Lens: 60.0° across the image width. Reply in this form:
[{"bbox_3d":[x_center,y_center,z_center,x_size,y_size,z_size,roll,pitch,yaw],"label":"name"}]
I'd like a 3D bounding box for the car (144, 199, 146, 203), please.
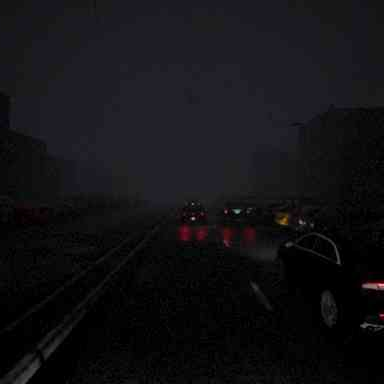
[{"bbox_3d":[-12.572,1.663,69.106,4.553,1.767,2.185,0,0,0],"label":"car"}]

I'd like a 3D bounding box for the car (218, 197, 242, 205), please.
[{"bbox_3d":[7.614,1.809,67.188,4.674,1.452,2.002,0,0,0],"label":"car"}]

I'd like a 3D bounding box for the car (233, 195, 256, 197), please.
[{"bbox_3d":[7.595,1.466,39.611,4.553,1.767,2.185,0,0,0],"label":"car"}]

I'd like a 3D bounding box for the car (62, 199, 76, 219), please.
[{"bbox_3d":[-12.529,1.550,27.412,4.792,1.488,2.163,0,0,0],"label":"car"}]

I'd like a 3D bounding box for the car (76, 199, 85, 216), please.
[{"bbox_3d":[-12.555,1.573,30.066,4.674,1.452,2.002,0,0,0],"label":"car"}]

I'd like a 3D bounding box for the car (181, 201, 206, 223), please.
[{"bbox_3d":[0.091,1.650,26.376,1.895,1.301,4.718,0,0,0],"label":"car"}]

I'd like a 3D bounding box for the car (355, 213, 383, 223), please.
[{"bbox_3d":[7.642,1.486,9.283,5.008,1.535,2.097,0,0,0],"label":"car"}]

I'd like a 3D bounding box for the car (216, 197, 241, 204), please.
[{"bbox_3d":[7.621,1.782,69.944,5.008,1.535,2.097,0,0,0],"label":"car"}]

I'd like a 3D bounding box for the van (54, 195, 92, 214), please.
[{"bbox_3d":[-12.673,1.322,32.972,4.442,1.987,1.878,0,0,0],"label":"van"}]

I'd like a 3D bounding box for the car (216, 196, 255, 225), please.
[{"bbox_3d":[3.091,1.396,24.856,2.097,1.767,4.553,0,0,0],"label":"car"}]

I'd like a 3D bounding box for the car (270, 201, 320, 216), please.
[{"bbox_3d":[7.818,1.507,20.311,5.366,1.575,1.946,0,0,0],"label":"car"}]

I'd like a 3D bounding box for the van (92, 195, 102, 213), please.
[{"bbox_3d":[-12.438,1.336,35.749,4.442,1.987,1.878,0,0,0],"label":"van"}]

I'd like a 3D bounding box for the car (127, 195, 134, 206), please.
[{"bbox_3d":[-12.577,1.425,52.426,5.566,2.045,2.435,0,0,0],"label":"car"}]

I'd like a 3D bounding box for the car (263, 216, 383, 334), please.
[{"bbox_3d":[3.098,1.495,6.748,2.128,1.511,4.902,0,0,0],"label":"car"}]

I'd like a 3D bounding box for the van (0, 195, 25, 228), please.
[{"bbox_3d":[-12.446,1.263,19.077,4.442,1.987,1.878,0,0,0],"label":"van"}]

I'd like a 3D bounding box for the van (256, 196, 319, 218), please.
[{"bbox_3d":[7.513,1.301,25.703,4.442,1.987,1.878,0,0,0],"label":"van"}]

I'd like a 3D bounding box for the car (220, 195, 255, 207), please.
[{"bbox_3d":[7.649,1.450,56.156,5.566,2.045,2.435,0,0,0],"label":"car"}]

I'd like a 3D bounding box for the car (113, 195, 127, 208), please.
[{"bbox_3d":[-12.522,1.383,46.742,5.566,2.045,2.435,0,0,0],"label":"car"}]

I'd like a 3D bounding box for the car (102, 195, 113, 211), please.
[{"bbox_3d":[-12.582,1.328,38.530,5.566,2.045,2.435,0,0,0],"label":"car"}]

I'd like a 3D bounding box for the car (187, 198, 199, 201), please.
[{"bbox_3d":[0.085,1.480,42.276,2.097,1.767,4.553,0,0,0],"label":"car"}]

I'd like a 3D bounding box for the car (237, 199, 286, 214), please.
[{"bbox_3d":[7.621,1.578,36.854,4.892,1.521,2.231,0,0,0],"label":"car"}]

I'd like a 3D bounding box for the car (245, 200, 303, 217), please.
[{"bbox_3d":[7.623,1.551,31.340,4.892,1.521,2.231,0,0,0],"label":"car"}]

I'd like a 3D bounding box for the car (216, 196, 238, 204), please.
[{"bbox_3d":[7.583,1.665,72.707,4.553,1.767,2.185,0,0,0],"label":"car"}]

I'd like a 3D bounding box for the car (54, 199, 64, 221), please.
[{"bbox_3d":[-12.553,1.510,24.634,4.892,1.521,2.231,0,0,0],"label":"car"}]

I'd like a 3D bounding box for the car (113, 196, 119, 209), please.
[{"bbox_3d":[-12.548,1.654,44.021,4.674,1.452,2.002,0,0,0],"label":"car"}]

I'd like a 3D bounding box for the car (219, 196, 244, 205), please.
[{"bbox_3d":[7.586,1.631,64.431,4.553,1.767,2.185,0,0,0],"label":"car"}]

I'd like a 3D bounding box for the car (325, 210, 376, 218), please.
[{"bbox_3d":[7.638,1.530,12.041,4.674,1.452,2.002,0,0,0],"label":"car"}]

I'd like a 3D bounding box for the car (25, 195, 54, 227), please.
[{"bbox_3d":[-12.533,1.246,21.854,5.566,2.045,2.435,0,0,0],"label":"car"}]

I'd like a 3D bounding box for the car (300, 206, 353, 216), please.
[{"bbox_3d":[7.664,1.525,14.797,4.792,1.488,2.163,0,0,0],"label":"car"}]

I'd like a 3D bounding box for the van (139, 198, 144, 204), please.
[{"bbox_3d":[-12.425,1.552,66.198,4.442,1.987,1.878,0,0,0],"label":"van"}]

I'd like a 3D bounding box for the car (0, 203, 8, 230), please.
[{"bbox_3d":[-12.378,1.478,16.297,5.366,1.575,1.946,0,0,0],"label":"car"}]

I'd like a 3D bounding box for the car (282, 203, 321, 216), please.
[{"bbox_3d":[7.627,1.503,17.556,4.892,1.521,2.231,0,0,0],"label":"car"}]

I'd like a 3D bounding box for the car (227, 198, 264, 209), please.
[{"bbox_3d":[7.629,1.643,47.882,5.008,1.535,2.097,0,0,0],"label":"car"}]

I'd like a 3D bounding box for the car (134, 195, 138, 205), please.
[{"bbox_3d":[-12.540,1.718,57.857,5.008,1.535,2.097,0,0,0],"label":"car"}]
